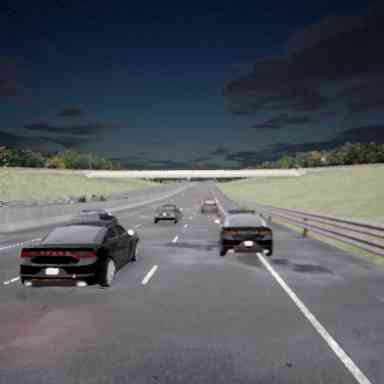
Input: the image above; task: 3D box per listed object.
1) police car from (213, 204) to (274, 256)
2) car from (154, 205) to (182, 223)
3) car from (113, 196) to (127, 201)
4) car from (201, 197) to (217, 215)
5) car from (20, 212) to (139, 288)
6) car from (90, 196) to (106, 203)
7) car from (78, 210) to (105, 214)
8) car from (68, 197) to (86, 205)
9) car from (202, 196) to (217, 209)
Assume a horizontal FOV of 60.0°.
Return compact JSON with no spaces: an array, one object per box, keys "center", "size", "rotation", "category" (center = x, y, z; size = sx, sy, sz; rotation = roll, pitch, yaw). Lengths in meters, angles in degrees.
[{"center":[2.000,1.510,13.560],"size":[1.930,1.638,5.238],"rotation":[0,0,3],"category":"police car"},{"center":[-1.934,1.763,27.524],"size":[2.033,1.411,5.357],"rotation":[0,0,3],"category":"car"},{"center":[-14.158,1.527,65.737],"size":[2.128,1.511,4.902],"rotation":[0,1,3],"category":"car"},{"center":[2.005,1.713,37.469],"size":[2.128,1.511,4.902],"rotation":[0,0,3],"category":"car"},{"center":[-2.832,1.556,9.520],"size":[1.882,1.535,5.008],"rotation":[0,-1,3],"category":"car"},{"center":[-17.805,1.595,63.142],"size":[1.837,1.490,4.892],"rotation":[0,1,3],"category":"car"},{"center":[-5.826,1.738,19.727],"size":[1.994,1.385,4.181],"rotation":[0,0,3],"category":"car"},{"center":[-21.370,1.631,61.984],"size":[2.128,1.511,4.902],"rotation":[0,1,3],"category":"car"},{"center":[2.505,1.517,48.438],"size":[2.097,1.767,4.553],"rotation":[0,0,3],"category":"car"}]
